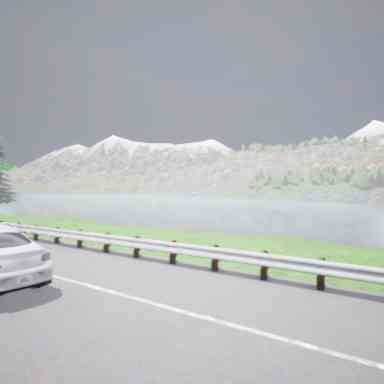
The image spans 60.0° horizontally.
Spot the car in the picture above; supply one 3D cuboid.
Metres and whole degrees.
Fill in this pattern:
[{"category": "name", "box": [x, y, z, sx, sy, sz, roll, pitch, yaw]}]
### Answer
[{"category": "car", "box": [-5.003, 1.430, 7.555, 4.674, 1.442, 1.812, 1, 1, 36]}]
